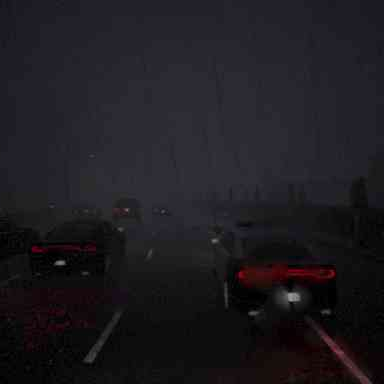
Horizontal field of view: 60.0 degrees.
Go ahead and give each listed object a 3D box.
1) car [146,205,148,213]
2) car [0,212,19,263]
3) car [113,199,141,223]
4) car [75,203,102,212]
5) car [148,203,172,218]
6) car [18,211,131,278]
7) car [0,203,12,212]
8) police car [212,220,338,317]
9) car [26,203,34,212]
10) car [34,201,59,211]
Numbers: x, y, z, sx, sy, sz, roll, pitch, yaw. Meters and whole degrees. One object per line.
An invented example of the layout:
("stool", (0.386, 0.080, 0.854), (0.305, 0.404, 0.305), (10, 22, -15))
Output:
("car", (-5.226, 2.129, 45.127), (1.895, 1.301, 4.718), (-1, -1, -11))
("car", (-6.878, 1.688, 11.362), (2.128, 1.511, 4.902), (-1, -1, -3))
("car", (-5.680, 1.586, 29.156), (2.150, 2.045, 5.566), (-1, -1, -10))
("car", (-9.656, 1.794, 31.230), (2.097, 1.767, 4.553), (-1, -1, -11))
("car", (-3.271, 1.962, 35.276), (1.994, 1.385, 4.181), (-1, -1, -11))
("car", (-3.364, 1.625, 10.720), (1.882, 1.535, 5.008), (-1, 0, -2))
("car", (-27.244, 2.328, 47.164), (1.882, 1.535, 5.008), (-1, -1, -11))
("police car", (1.548, 1.486, 7.855), (1.930, 1.638, 5.238), (-1, -1, -1))
("car", (-24.905, 2.432, 53.427), (2.033, 1.411, 5.357), (-1, -1, -11))
("car", (-19.967, 2.095, 46.433), (2.097, 1.767, 4.553), (-1, -1, -11))
